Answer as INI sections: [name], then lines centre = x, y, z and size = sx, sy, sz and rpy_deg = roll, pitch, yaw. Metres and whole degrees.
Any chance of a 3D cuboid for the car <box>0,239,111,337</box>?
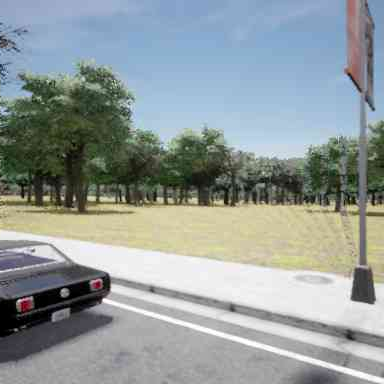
[car]
centre = -3.808, 1.589, 6.407
size = 4.718, 1.301, 1.895
rpy_deg = 0, 0, 36
